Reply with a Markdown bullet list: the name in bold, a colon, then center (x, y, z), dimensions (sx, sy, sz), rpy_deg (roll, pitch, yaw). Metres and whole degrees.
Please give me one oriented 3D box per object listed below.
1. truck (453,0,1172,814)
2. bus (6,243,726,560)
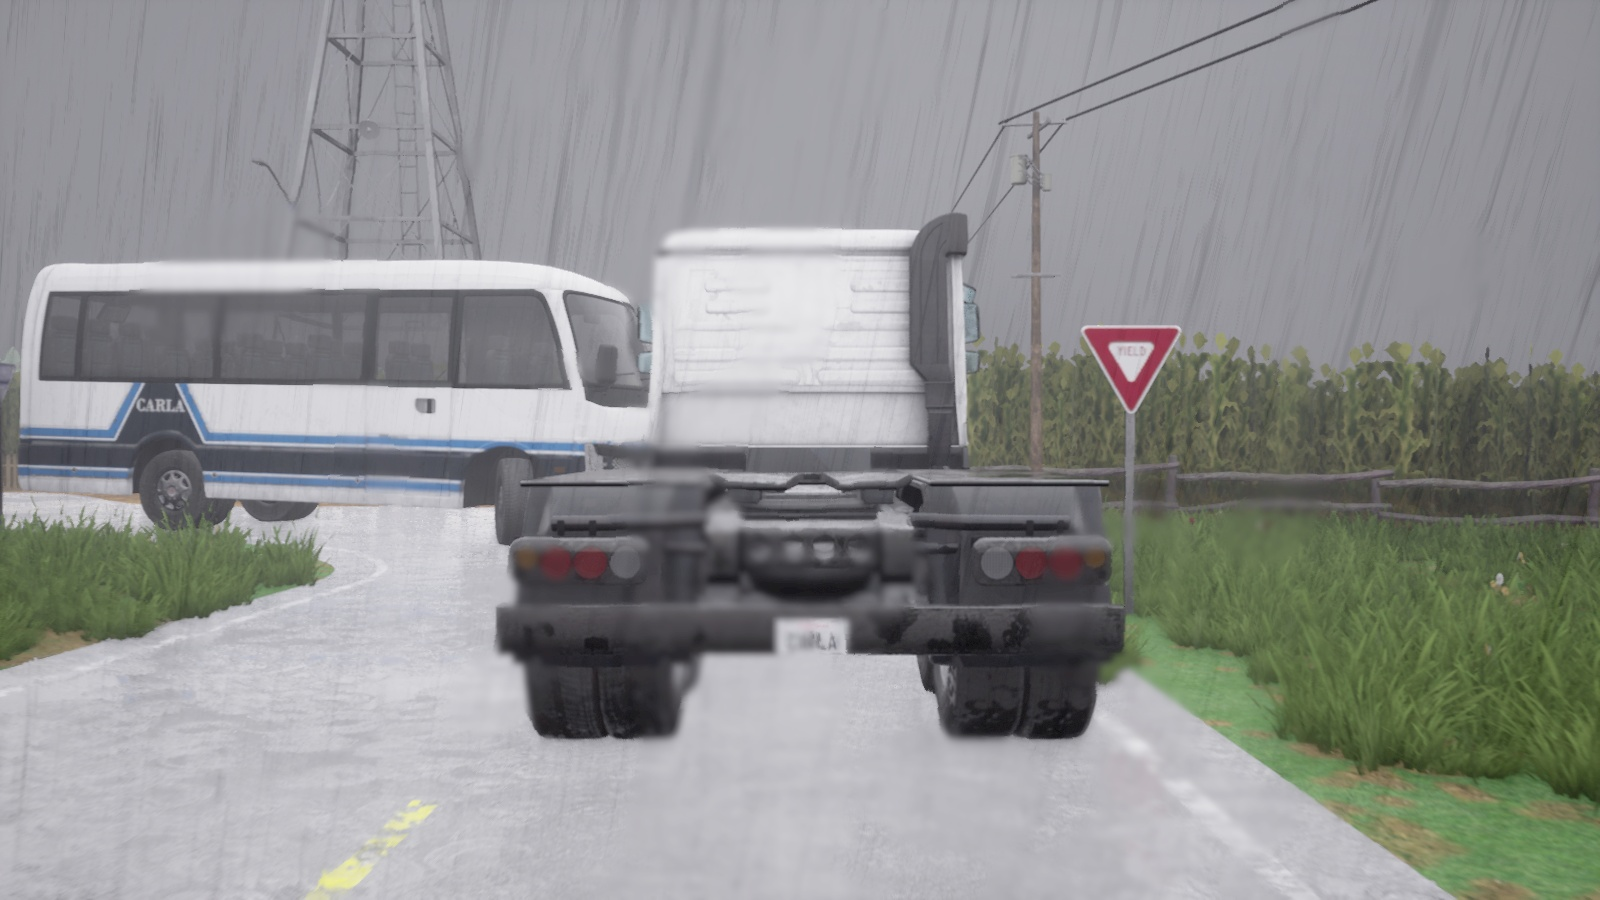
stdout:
- **truck**: center (0.068, -0.287, 9.025), dimensions (2.891, 3.462, 7.936), rpy_deg (0, 0, 0)
- **bus**: center (-6.729, -0.837, 19.978), dimensions (10.273, 4.253, 3.944), rpy_deg (2, 2, 14)
